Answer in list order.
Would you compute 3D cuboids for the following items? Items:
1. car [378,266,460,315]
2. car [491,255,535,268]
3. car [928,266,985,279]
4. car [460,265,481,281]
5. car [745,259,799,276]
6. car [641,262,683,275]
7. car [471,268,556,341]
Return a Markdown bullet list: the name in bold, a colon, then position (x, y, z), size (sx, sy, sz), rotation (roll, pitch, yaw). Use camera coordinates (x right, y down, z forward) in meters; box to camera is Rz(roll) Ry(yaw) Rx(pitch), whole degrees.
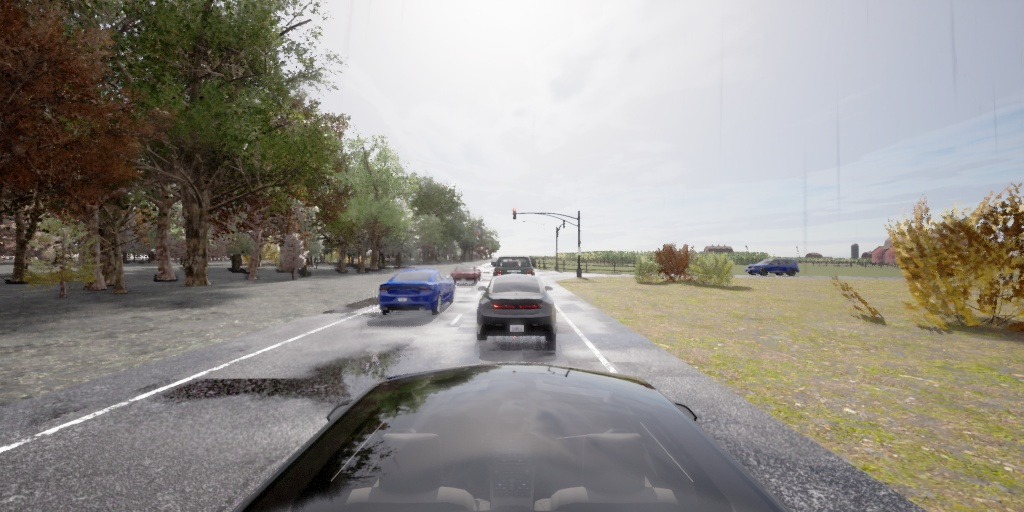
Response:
- **car**: position (-3.404, 1.231, 13.665), size (1.882, 1.535, 5.008), rotation (0, 0, 0)
- **car**: position (0.099, 0.976, 19.797), size (2.150, 2.045, 5.566), rotation (0, 0, 0)
- **car**: position (48.925, 1.807, 39.221), size (4.674, 1.442, 1.812), rotation (1, -1, 0)
- **car**: position (-3.404, 1.357, 27.330), size (1.895, 1.301, 4.718), rotation (0, 0, 0)
- **car**: position (31.132, 1.370, 42.912), size (5.566, 2.045, 2.150), rotation (1, -1, 0)
- **car**: position (17.980, 1.509, 42.976), size (4.892, 1.490, 1.837), rotation (1, -1, 1)
- **car**: position (0.099, 1.257, 9.881), size (1.837, 1.490, 4.892), rotation (0, 0, 0)
